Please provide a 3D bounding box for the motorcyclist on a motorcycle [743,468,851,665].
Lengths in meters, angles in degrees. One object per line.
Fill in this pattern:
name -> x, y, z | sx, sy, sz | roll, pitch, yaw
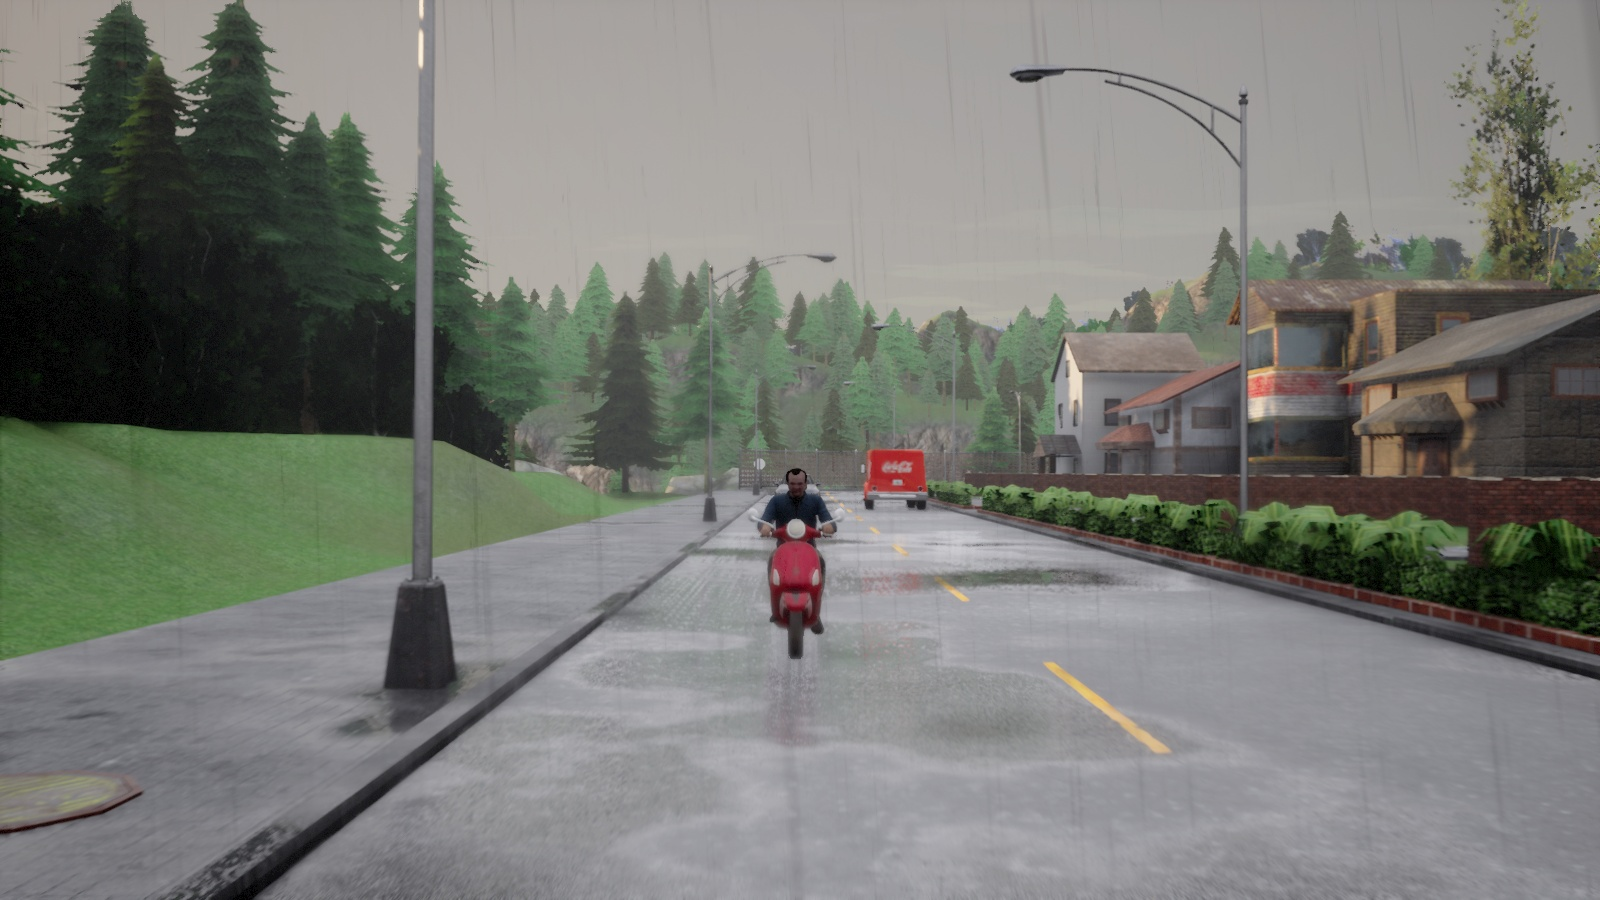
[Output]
motorcyclist on a motorcycle -> -0.026, 0.954, 11.094 | 0.866, 1.590, 1.817 | 0, -1, 0

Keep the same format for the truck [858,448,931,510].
truck -> 3.907, 1.198, 52.887 | 2.627, 2.467, 5.204 | 0, -1, 0

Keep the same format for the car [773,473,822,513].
car -> -0.084, 1.644, 48.755 | 1.816, 1.474, 4.193 | 0, -1, 0
